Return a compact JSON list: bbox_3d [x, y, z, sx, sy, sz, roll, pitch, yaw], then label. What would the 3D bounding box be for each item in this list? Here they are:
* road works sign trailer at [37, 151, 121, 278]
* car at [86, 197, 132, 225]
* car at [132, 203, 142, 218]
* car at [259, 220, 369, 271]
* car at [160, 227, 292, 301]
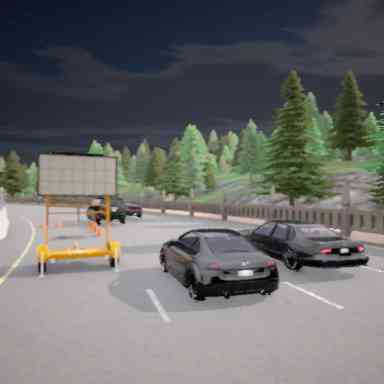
[{"bbox_3d":[-3.655,0.545,10.706,2.380,3.560,2.880,1,-1,-22],"label":"road works sign trailer"},{"bbox_3d":[-6.867,1.430,26.391,2.150,2.045,5.566,1,-1,-27],"label":"car"},{"bbox_3d":[-6.409,1.775,32.596,1.837,1.490,4.892,1,0,-30],"label":"car"},{"bbox_3d":[3.351,1.672,11.480,2.033,1.411,5.357,0,-1,-19],"label":"car"},{"bbox_3d":[0.485,1.648,8.729,1.994,1.385,4.181,1,-1,-18],"label":"car"}]
